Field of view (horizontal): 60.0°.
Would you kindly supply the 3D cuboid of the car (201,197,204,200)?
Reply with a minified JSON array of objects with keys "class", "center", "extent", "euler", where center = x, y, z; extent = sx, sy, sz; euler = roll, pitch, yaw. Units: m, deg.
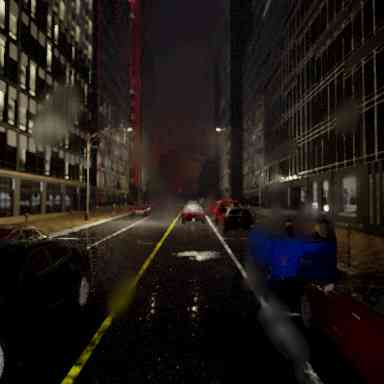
[{"class":"car","center":[2.749,2.008,54.339],"extent":[1.967,1.590,4.097],"euler":[1,-1,0]}]

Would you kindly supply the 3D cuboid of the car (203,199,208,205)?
[{"class":"car","center":[2.738,1.707,37.611],"extent":[2.192,1.841,5.009],"euler":[1,-1,0]}]

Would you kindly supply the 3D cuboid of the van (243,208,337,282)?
[{"class":"van","center":[2.715,1.443,9.725],"extent":[1.690,1.788,3.998],"euler":[1,-1,0]}]

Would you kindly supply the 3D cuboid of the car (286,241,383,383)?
[{"class":"car","center":[2.706,1.626,4.146],"extent":[1.802,1.307,4.206],"euler":[1,-1,0]}]

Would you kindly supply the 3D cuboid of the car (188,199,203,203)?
[{"class":"car","center":[0.123,1.995,44.895],"extent":[1.812,1.442,4.674],"euler":[0,-1,0]}]

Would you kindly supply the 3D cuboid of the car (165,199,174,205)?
[{"class":"car","center":[-5.578,2.428,82.113],"extent":[1.947,1.339,4.313],"euler":[1,-1,0]}]

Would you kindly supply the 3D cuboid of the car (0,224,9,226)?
[{"class":"car","center":[-5.670,1.652,9.640],"extent":[2.008,1.369,4.403],"euler":[1,-1,0]}]

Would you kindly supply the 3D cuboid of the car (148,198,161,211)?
[{"class":"car","center":[-5.634,1.823,48.666],"extent":[2.192,1.841,5.009],"euler":[1,-1,0]}]

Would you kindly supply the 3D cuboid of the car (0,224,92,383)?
[{"class":"car","center":[-3.097,1.533,5.206],"extent":[1.882,1.535,5.008],"euler":[0,-1,0]}]

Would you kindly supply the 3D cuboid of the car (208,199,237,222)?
[{"class":"car","center":[2.729,1.591,26.456],"extent":[2.192,1.841,5.009],"euler":[1,-1,0]}]

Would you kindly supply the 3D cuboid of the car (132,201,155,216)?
[{"class":"car","center":[-5.648,1.973,37.514],"extent":[1.802,1.307,4.206],"euler":[1,-1,0]}]

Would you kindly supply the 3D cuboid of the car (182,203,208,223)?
[{"class":"car","center":[0.122,1.893,28.057],"extent":[1.895,1.301,4.718],"euler":[0,-1,0]}]

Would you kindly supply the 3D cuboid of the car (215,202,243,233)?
[{"class":"car","center":[2.722,1.658,20.877],"extent":[1.967,1.590,4.097],"euler":[1,-1,0]}]

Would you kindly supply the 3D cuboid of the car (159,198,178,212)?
[{"class":"car","center":[-3.047,1.988,47.617],"extent":[2.128,1.511,4.902],"euler":[0,-1,0]}]
